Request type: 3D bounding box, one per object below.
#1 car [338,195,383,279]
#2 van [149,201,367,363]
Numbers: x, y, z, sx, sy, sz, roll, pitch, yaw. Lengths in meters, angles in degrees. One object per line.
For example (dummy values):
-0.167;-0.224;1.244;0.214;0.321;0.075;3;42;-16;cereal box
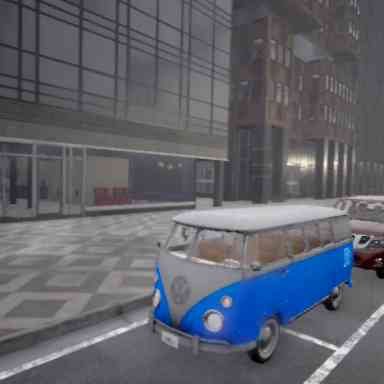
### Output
5.012;1.038;9.427;2.192;1.841;5.009;4;3;43;car
1.191;1.136;5.321;1.690;1.788;3.998;4;3;43;van
